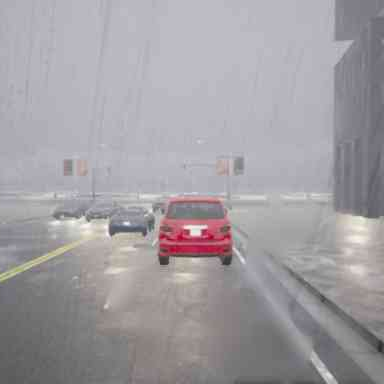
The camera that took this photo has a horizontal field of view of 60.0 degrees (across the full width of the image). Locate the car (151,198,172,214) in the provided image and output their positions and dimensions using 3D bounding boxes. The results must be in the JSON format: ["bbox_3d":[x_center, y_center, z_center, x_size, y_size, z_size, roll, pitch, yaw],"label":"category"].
[{"bbox_3d":[-3.138,1.415,35.112,1.837,1.490,4.892,0,0,0],"label":"car"}]

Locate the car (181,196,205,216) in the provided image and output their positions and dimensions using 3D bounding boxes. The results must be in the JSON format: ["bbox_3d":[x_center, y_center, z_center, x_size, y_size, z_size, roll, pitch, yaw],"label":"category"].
[{"bbox_3d":[0.110,1.266,31.586,2.097,1.767,4.553,0,0,0],"label":"car"}]

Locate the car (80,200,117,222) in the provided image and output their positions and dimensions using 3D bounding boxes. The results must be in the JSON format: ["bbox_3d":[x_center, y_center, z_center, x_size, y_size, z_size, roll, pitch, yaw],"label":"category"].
[{"bbox_3d":[-6.544,1.425,25.113,1.837,1.490,4.892,0,0,0],"label":"car"}]

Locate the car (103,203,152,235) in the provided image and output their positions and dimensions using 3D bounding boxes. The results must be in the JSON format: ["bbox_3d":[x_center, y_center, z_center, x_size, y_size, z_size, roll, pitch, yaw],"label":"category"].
[{"bbox_3d":[-3.144,1.486,18.043,1.994,1.385,4.181,0,0,0],"label":"car"}]

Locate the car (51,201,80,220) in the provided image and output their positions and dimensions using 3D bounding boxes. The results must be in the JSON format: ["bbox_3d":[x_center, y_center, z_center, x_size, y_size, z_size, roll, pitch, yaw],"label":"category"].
[{"bbox_3d":[-9.772,1.464,27.789,2.033,1.411,5.357,0,0,1],"label":"car"}]

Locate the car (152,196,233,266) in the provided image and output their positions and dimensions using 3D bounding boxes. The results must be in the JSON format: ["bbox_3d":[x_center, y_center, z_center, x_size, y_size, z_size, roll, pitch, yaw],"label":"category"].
[{"bbox_3d":[0.092,1.153,11.430,2.150,2.045,5.566,0,0,0],"label":"car"}]
